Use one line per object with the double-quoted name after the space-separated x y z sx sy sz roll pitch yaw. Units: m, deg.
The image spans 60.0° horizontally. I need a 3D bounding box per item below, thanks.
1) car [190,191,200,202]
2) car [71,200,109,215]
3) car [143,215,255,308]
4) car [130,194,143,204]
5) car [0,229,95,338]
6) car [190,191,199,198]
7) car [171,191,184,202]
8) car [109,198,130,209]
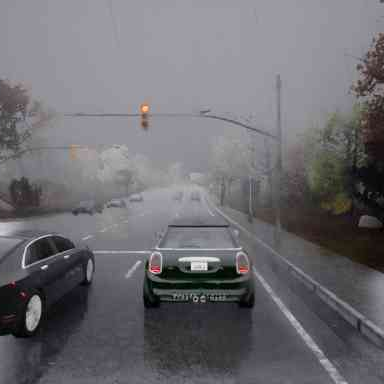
0.613 1.053 64.858 2.033 1.411 5.357 0 3 1 "car"
-10.368 1.547 33.641 2.033 1.411 5.357 0 0 1 "car"
0.142 1.352 8.092 2.097 1.767 4.553 0 0 0 "car"
-10.090 1.208 60.434 1.882 1.535 5.008 0 2 1 "car"
-3.378 1.505 6.591 1.837 1.490 4.892 0 0 0 "car"
0.605 0.516 75.115 2.033 1.411 5.357 0 3 1 "car"
-2.988 1.070 64.572 2.033 1.411 5.357 0 3 1 "car"
-10.245 1.564 45.277 1.994 1.385 4.181 0 0 1 "car"
